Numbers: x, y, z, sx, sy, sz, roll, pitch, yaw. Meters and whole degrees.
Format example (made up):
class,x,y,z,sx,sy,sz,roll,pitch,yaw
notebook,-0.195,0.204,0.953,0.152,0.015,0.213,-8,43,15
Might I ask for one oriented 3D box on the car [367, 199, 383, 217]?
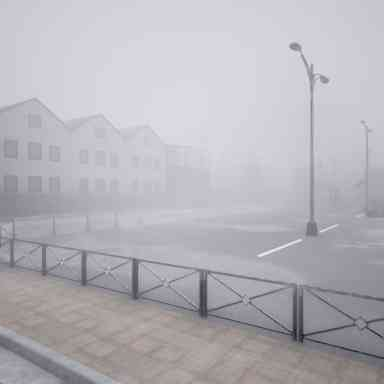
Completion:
class,x,y,z,sx,sy,sz,roll,pitch,yaw
car,15.385,1.298,26.832,2.007,1.523,4.514,0,0,35
